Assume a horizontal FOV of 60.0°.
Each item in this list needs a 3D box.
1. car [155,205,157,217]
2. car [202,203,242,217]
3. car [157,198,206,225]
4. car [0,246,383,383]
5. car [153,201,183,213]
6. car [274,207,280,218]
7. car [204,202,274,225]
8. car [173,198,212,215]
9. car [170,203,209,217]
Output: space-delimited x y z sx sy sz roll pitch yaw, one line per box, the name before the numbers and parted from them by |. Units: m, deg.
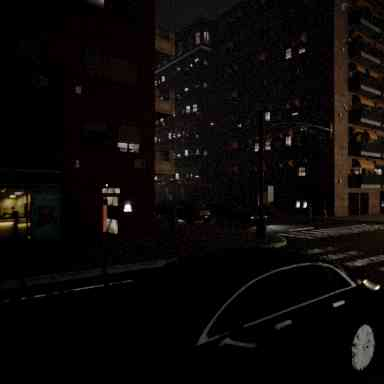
car | -2.340 1.862 34.266 1.837 1.490 4.892 0 -1 -37
car | 3.256 1.899 36.630 1.947 1.339 4.313 -1 0 -36
car | -0.434 1.586 27.049 2.192 1.841 5.009 -1 0 -36
car | 0.440 1.505 3.992 4.892 1.490 1.837 0 0 -35
car | -3.343 2.025 45.600 2.008 1.369 4.403 -1 0 -36
car | 6.556 1.844 32.146 1.802 1.307 4.206 -1 0 -36
car | 3.536 1.779 26.338 2.033 1.411 5.357 0 -1 -34
car | -0.048 1.719 41.116 2.192 1.841 5.009 -1 0 -36
car | -0.387 1.967 36.979 1.895 1.301 4.718 0 -1 -36
